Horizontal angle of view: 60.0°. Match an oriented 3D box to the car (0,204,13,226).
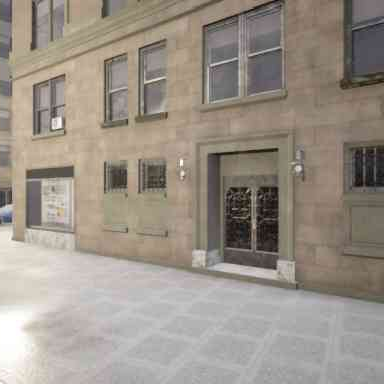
[{"bbox_3d":[-11.906,1.506,23.049,2.033,1.411,5.357,0,0,39],"label":"car"}]
